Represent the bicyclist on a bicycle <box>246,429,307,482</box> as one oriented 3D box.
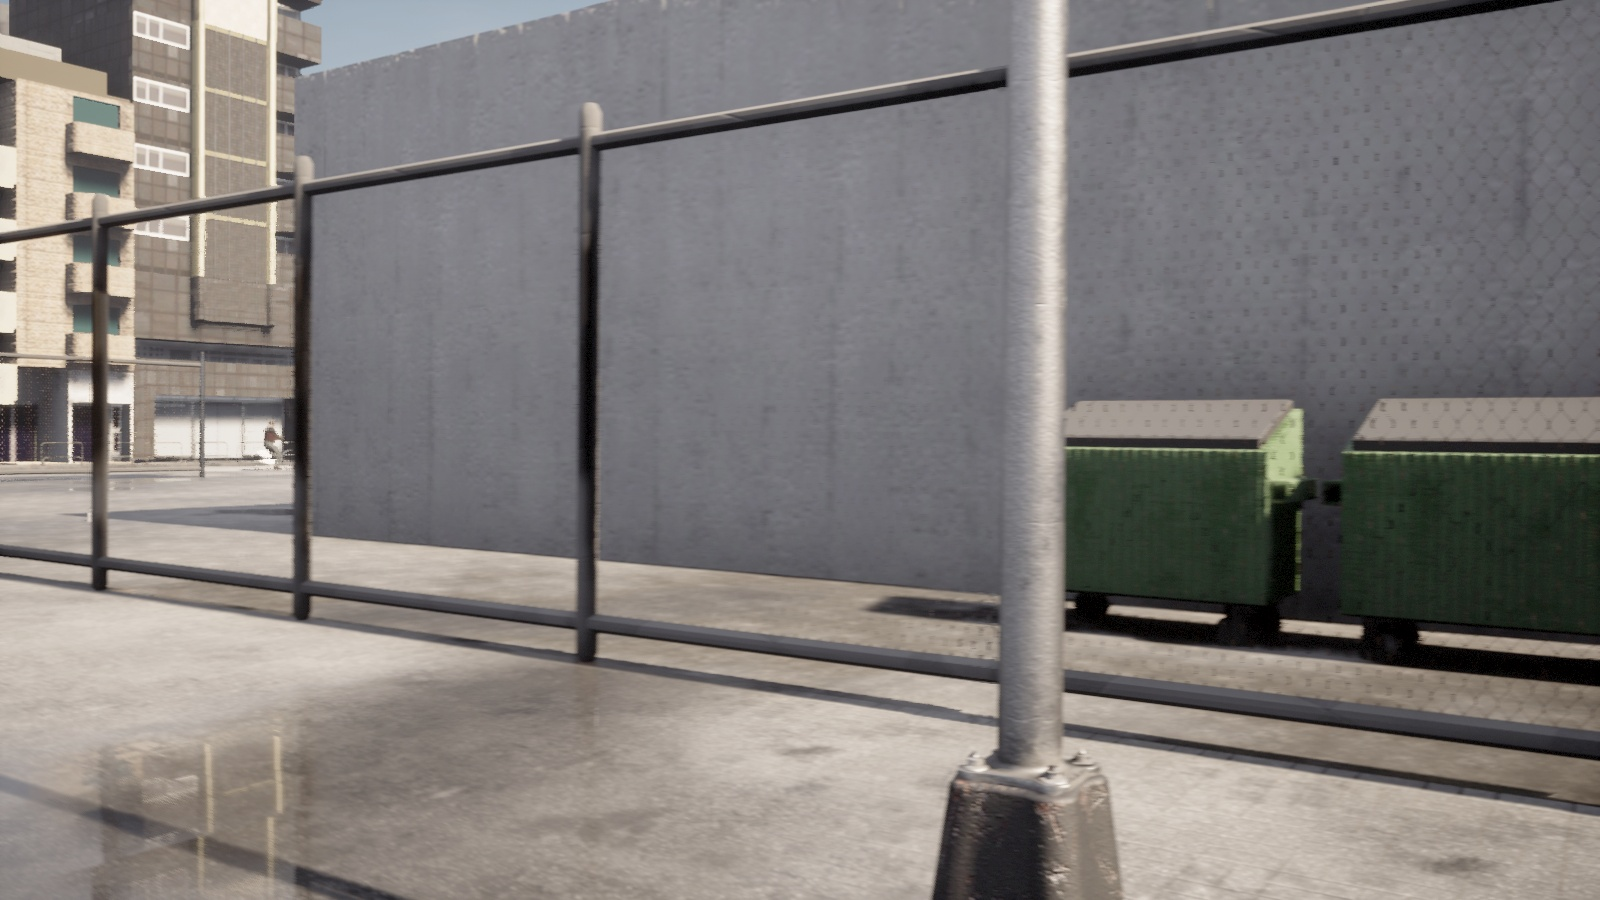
[{"bbox_3d":[-17.981,0.174,43.180,0.659,1.776,1.843,0,1,34],"label":"bicyclist on a bicycle"}]
